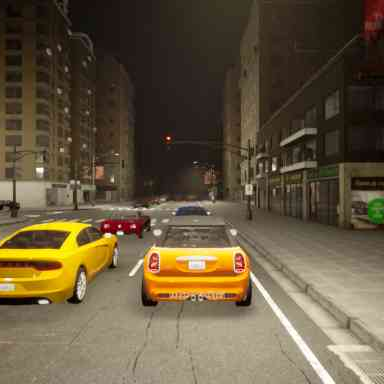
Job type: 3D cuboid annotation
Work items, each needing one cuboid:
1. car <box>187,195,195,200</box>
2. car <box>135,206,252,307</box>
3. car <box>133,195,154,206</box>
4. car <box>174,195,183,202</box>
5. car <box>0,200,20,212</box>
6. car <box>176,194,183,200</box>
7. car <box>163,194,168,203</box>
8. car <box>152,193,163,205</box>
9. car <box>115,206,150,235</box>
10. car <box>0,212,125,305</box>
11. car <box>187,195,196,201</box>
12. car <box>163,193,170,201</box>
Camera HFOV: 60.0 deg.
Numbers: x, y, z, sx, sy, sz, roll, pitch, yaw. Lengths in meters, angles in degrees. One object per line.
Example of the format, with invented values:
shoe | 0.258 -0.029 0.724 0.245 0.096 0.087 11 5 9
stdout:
car | -0.182 1.483 90.800 2.033 1.411 5.357 0 0 0
car | 0.084 1.353 8.164 2.097 1.767 4.553 0 0 0
car | -6.687 1.540 44.617 1.812 1.442 4.674 0 0 0
car | -3.410 1.543 80.372 1.837 1.490 4.892 0 0 0
car | -22.226 1.596 38.513 4.313 1.339 1.947 0 0 0
car | -3.432 1.421 90.794 1.882 1.535 5.008 0 0 0
car | -6.638 1.635 69.293 1.895 1.301 4.718 0 0 0
car | -6.698 1.375 57.220 2.097 1.767 4.553 0 0 0
car | -3.284 1.603 17.430 1.895 1.301 4.718 0 0 0
car | -3.165 1.478 8.173 1.882 1.535 5.008 0 0 0
car | -0.161 1.399 80.765 2.097 1.767 4.553 0 0 0
car | -6.666 1.193 82.912 2.150 2.045 5.566 0 0 0
